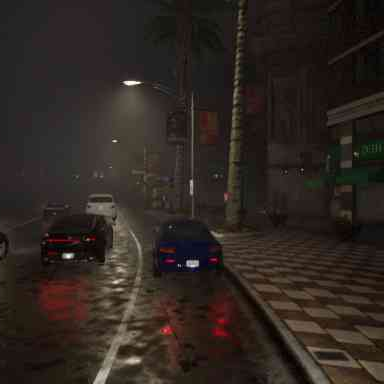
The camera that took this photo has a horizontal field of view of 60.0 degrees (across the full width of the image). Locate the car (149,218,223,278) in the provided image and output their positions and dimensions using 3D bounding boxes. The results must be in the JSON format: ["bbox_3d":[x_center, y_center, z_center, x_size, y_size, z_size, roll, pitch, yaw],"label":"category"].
[{"bbox_3d":[-0.288,1.522,10.119,1.812,1.442,4.674,0,0,-8],"label":"car"}]

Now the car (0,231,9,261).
[{"bbox_3d":[-6.886,1.499,9.326,1.837,1.490,4.892,1,0,-7],"label":"car"}]

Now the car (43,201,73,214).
[{"bbox_3d":[-11.214,1.478,28.016,2.128,1.511,4.902,0,0,-14],"label":"car"}]

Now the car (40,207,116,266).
[{"bbox_3d":[-3.826,1.501,11.622,1.837,1.490,4.892,0,0,-9],"label":"car"}]

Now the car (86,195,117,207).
[{"bbox_3d":[-7.102,1.210,26.127,2.150,2.045,5.566,0,0,-14],"label":"car"}]
